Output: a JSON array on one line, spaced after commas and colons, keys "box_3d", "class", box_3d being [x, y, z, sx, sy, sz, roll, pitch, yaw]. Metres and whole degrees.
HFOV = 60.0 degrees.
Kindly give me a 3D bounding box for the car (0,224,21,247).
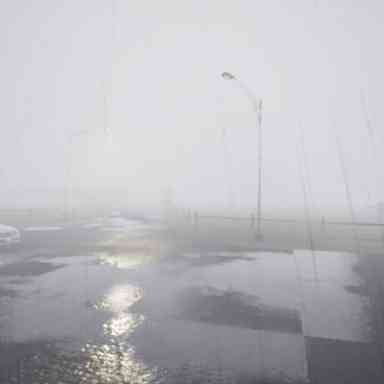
[{"box_3d": [-9.383, 1.563, 13.670, 4.674, 1.442, 1.812, 0, -2, 16], "class": "car"}]
